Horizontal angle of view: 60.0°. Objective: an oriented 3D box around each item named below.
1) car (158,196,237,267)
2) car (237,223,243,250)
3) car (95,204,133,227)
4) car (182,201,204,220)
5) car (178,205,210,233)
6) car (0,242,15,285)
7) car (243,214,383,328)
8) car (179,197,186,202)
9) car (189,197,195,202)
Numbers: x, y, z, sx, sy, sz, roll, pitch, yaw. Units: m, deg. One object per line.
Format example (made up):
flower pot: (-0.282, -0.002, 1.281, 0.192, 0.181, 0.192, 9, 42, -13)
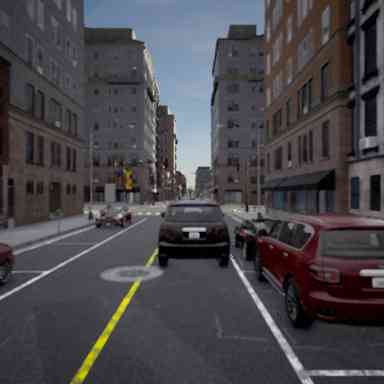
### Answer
car: (0.038, 1.286, 11.785, 2.150, 2.045, 5.566, 0, 0, -1)
car: (2.636, 1.633, 12.452, 1.947, 1.339, 4.313, 0, 0, 0)
car: (-5.389, 1.571, 23.362, 1.967, 1.590, 4.097, 0, 0, 0)
car: (0.095, 1.660, 31.413, 1.882, 1.535, 5.008, 0, 0, 0)
car: (0.098, 1.623, 21.346, 1.837, 1.490, 4.892, 0, -1, 0)
car: (-5.388, 1.619, 7.001, 1.802, 1.307, 4.206, 0, 0, 0)
car: (2.636, 1.352, 7.000, 2.192, 1.841, 5.009, 0, 0, 0)
car: (-2.695, 2.179, 94.829, 1.837, 1.490, 4.892, 0, -1, 0)
car: (0.053, 2.111, 94.163, 1.837, 1.490, 4.892, 0, -1, 0)
